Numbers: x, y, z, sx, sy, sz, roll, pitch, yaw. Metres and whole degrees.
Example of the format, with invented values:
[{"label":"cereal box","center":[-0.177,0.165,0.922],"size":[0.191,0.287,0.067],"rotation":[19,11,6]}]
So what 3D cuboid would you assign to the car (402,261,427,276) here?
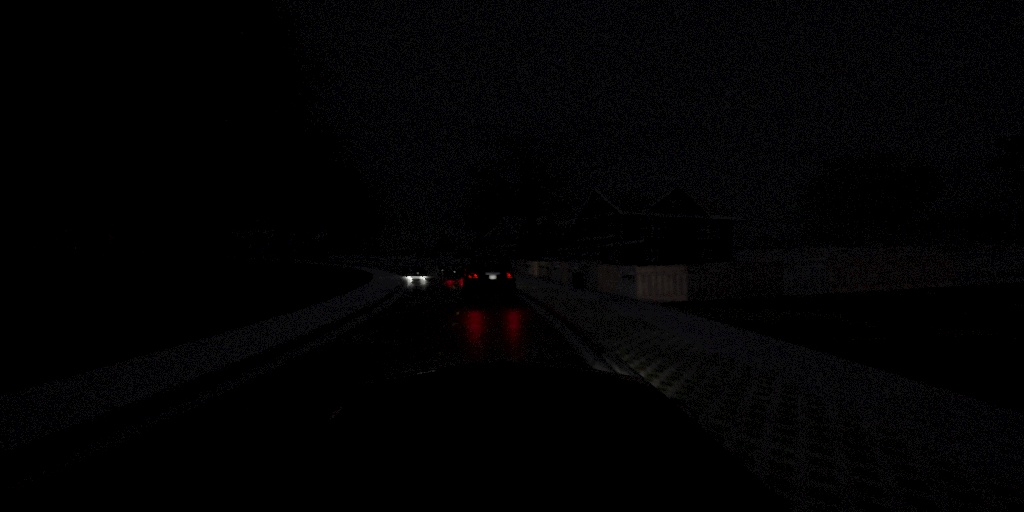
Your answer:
[{"label":"car","center":[-9.874,1.214,36.035],"size":[2.033,1.411,5.357],"rotation":[0,0,-24]}]

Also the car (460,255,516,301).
[{"label":"car","center":[-1.220,0.960,17.357],"size":[2.150,2.045,5.566],"rotation":[0,0,-9]}]

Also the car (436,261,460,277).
[{"label":"car","center":[-5.948,1.184,34.042],"size":[2.128,1.511,4.902],"rotation":[0,0,-21]}]
